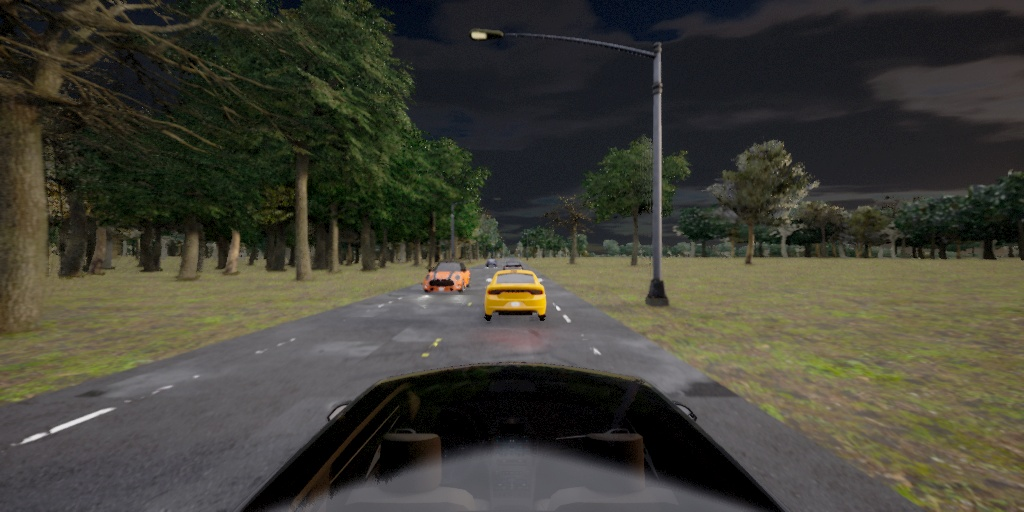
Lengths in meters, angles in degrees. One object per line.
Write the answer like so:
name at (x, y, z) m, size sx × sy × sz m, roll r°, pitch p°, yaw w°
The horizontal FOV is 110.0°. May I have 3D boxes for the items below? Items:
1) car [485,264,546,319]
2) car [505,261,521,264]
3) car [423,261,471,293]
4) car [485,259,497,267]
car at (0.101, 1.228, 12.748) m, size 1.882 × 1.535 × 5.008 m, roll 0°, pitch 0°, yaw 0°
car at (0.104, 1.222, 33.361) m, size 2.128 × 1.511 × 4.902 m, roll 0°, pitch 0°, yaw 0°
car at (-3.593, 1.097, 20.490) m, size 2.097 × 1.767 × 4.553 m, roll 0°, pitch 0°, yaw 0°
car at (-3.521, 1.206, 61.963) m, size 1.812 × 1.442 × 4.674 m, roll 0°, pitch 0°, yaw 1°
